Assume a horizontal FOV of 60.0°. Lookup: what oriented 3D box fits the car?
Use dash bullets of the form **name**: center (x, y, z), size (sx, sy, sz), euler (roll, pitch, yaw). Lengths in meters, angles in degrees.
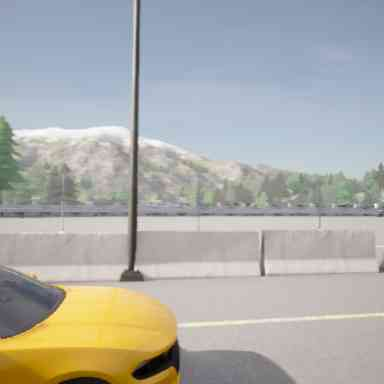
- **car**: center (-2.623, 1.451, 3.312), size (5.008, 1.535, 1.882), euler (0, 0, -8)
